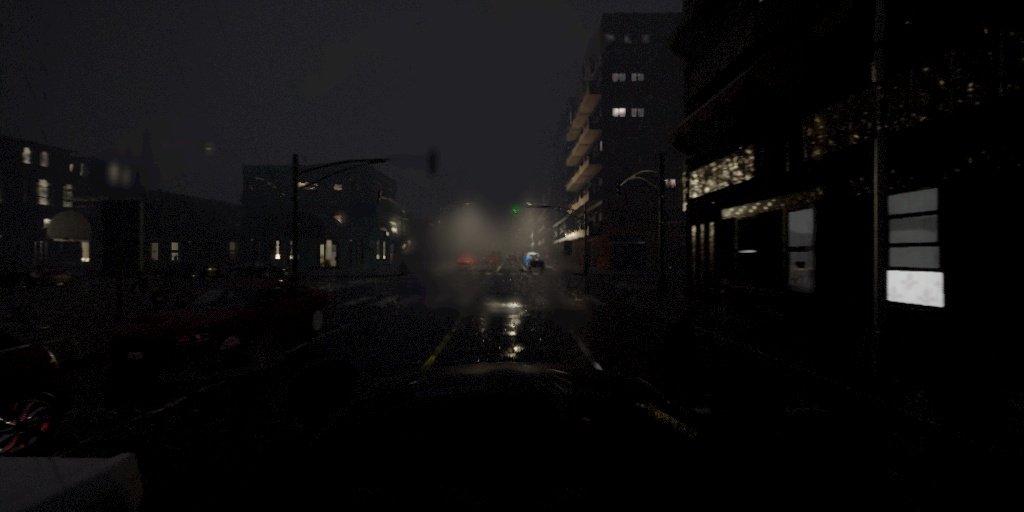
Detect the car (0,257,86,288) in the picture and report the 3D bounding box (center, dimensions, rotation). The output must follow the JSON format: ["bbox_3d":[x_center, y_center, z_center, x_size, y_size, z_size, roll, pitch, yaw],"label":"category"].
[{"bbox_3d":[-26.385,1.002,19.378,4.097,1.591,1.967,0,0,1],"label":"car"}]

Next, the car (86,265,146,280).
[{"bbox_3d":[-30.692,1.173,28.074,4.207,1.307,1.802,0,0,1],"label":"car"}]

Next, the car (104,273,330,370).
[{"bbox_3d":[-5.661,1.216,7.631,1.888,1.381,4.507,0,0,0],"label":"car"}]

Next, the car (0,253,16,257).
[{"bbox_3d":[-32.452,0.813,22.186,5.566,2.045,2.150,0,0,1],"label":"car"}]

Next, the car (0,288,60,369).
[{"bbox_3d":[-5.658,1.186,1.986,1.967,1.591,4.097,0,0,0],"label":"car"}]

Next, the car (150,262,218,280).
[{"bbox_3d":[-25.213,1.133,28.003,4.313,1.339,1.948,0,0,1],"label":"car"}]

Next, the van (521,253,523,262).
[{"bbox_3d":[2.657,0.326,56.894,1.690,1.789,3.998,0,0,0],"label":"van"}]

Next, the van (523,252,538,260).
[{"bbox_3d":[2.664,0.485,45.732,1.690,1.789,3.998,0,0,0],"label":"van"}]

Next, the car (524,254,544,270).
[{"bbox_3d":[2.667,0.774,40.154,2.007,1.370,4.403,0,0,0],"label":"car"}]

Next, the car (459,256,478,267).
[{"bbox_3d":[-5.717,0.726,45.692,1.802,1.307,4.207,0,0,0],"label":"car"}]

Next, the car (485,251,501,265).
[{"bbox_3d":[-3.072,0.487,55.133,1.882,1.535,5.008,0,1,0],"label":"car"}]

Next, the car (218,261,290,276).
[{"bbox_3d":[-19.731,1.094,27.930,4.403,1.370,2.007,0,0,1],"label":"car"}]
